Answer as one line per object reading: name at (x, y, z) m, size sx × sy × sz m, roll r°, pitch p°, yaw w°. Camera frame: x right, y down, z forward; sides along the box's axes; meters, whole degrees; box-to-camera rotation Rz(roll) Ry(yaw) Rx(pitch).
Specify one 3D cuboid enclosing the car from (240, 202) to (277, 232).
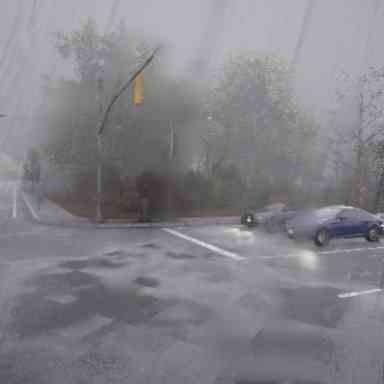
car at (4.634, 1.241, 17.291) m, size 4.181 × 1.385 × 1.994 m, roll 1°, pitch 2°, yaw -25°

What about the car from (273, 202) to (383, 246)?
car at (6.029, 1.321, 14.076) m, size 4.674 × 1.442 × 1.812 m, roll 1°, pitch 2°, yaw -25°
